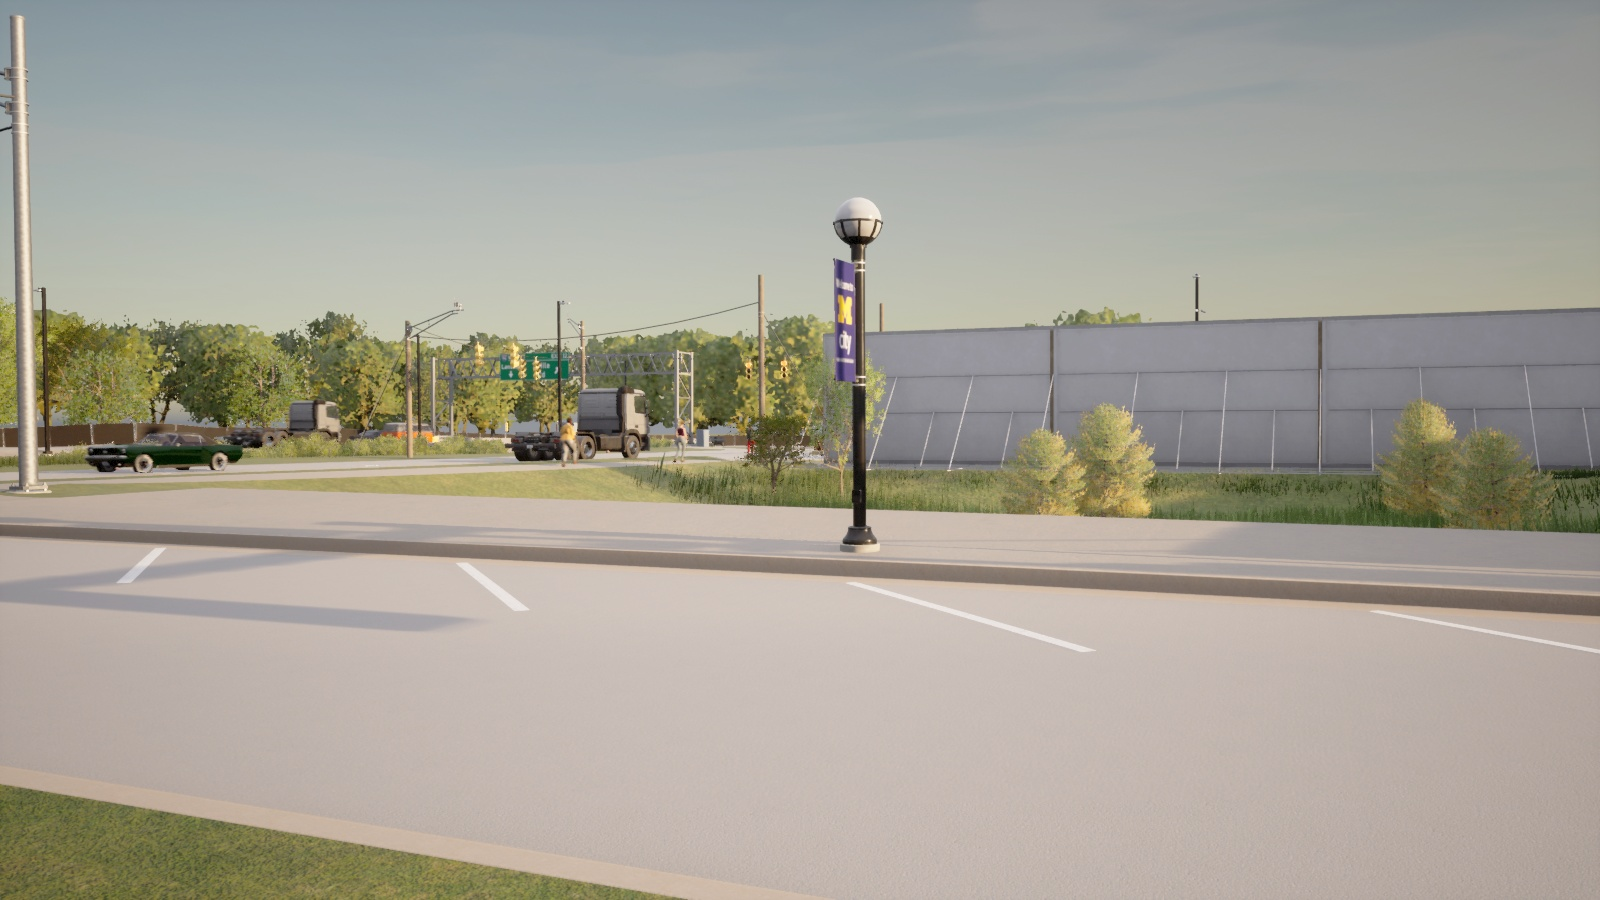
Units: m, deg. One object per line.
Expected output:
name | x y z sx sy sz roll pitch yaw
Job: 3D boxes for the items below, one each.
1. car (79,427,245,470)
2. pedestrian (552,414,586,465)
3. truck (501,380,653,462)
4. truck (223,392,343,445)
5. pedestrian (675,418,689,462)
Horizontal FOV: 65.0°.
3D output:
car | -20.728 -0.070 41.004 1.895 1.301 4.718 1 1 23
pedestrian | -8.479 -0.390 46.190 0.874 1.855 0.900 1 2 21
truck | -9.986 -1.306 57.263 2.891 3.462 7.936 1 1 24
truck | -35.442 -2.069 86.443 2.891 3.462 7.936 1 0 23
pedestrian | -5.076 -0.436 53.867 0.345 1.836 0.594 1 2 23
